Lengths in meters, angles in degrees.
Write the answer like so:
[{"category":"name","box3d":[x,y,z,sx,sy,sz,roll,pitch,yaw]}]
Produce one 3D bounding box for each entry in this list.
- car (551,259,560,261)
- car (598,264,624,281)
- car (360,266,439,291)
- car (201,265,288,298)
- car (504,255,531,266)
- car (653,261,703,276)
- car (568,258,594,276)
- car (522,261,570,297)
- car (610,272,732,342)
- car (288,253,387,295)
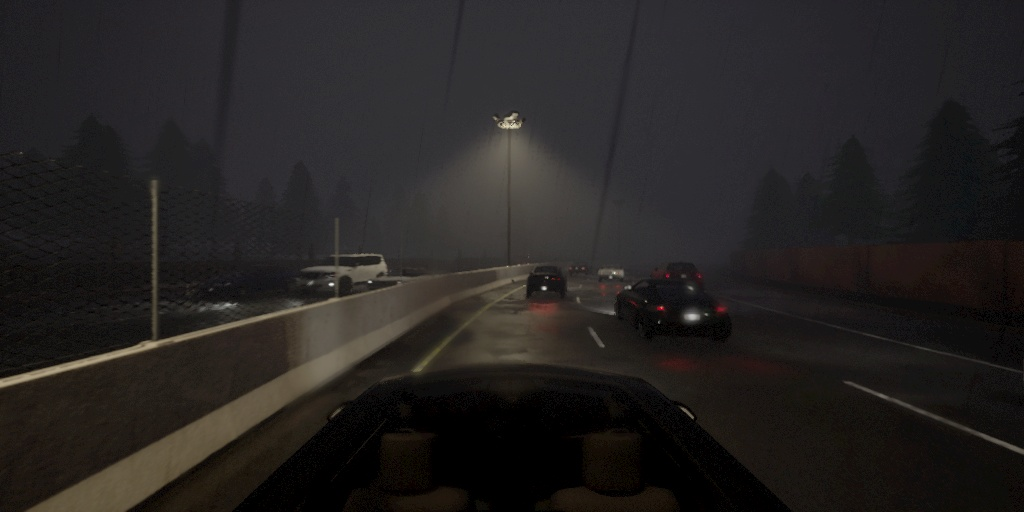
[{"category":"car","box3d":[6.790,1.212,58.962,1.895,1.301,4.718,0,0,33]},{"category":"car","box3d":[8.109,1.307,29.104,1.895,1.301,4.718,0,0,18]},{"category":"car","box3d":[-5.474,1.276,18.528,1.895,1.301,4.718,0,0,10]},{"category":"car","box3d":[-12.637,1.170,17.787,1.812,1.442,4.674,0,0,9]},{"category":"car","box3d":[0.982,0.814,56.177,2.150,2.045,5.566,0,0,30]},{"category":"car","box3d":[9.540,1.089,21.018,2.097,1.767,4.553,0,0,12]},{"category":"car","box3d":[7.162,1.227,36.779,2.033,1.411,5.357,0,0,22]},{"category":"car","box3d":[1.880,1.213,18.556,1.837,1.490,4.892,0,0,10]},{"category":"car","box3d":[4.164,1.309,9.899,1.994,1.385,4.181,0,0,6]},{"category":"car","box3d":[-8.862,0.879,19.395,2.150,2.045,5.566,0,0,10]}]
